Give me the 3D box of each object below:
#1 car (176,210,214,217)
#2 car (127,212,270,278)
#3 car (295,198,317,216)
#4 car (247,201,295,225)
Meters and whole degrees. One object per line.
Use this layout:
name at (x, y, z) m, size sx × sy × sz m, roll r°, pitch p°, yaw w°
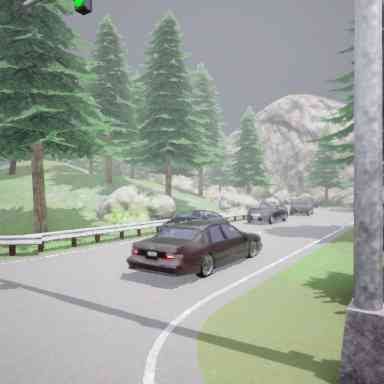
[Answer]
car at (0.209, 1.581, 16.584) m, size 1.994 × 1.385 × 4.181 m, roll 0°, pitch 0°, yaw 33°
car at (0.397, 1.596, 10.334) m, size 2.033 × 1.411 × 5.357 m, roll 0°, pitch 0°, yaw 34°
car at (11.127, 1.530, 33.533) m, size 1.837 × 1.490 × 4.892 m, roll 0°, pitch 0°, yaw 26°
car at (5.702, 1.513, 24.875) m, size 2.128 × 1.511 × 4.902 m, roll 0°, pitch 0°, yaw 34°
